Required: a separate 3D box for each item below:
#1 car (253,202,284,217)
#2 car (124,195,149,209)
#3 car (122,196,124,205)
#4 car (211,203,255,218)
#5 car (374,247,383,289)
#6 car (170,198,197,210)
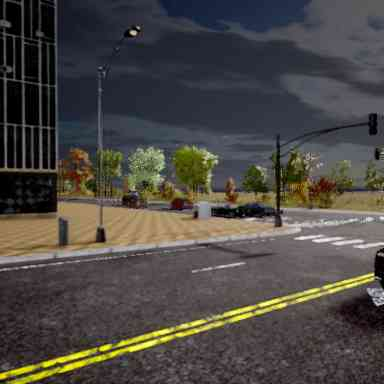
[{"bbox_3d":[6.837,1.776,34.211,2.033,1.411,5.357,-1,0,-33],"label":"car"},{"bbox_3d":[-8.380,1.633,51.724,2.097,1.767,4.553,-1,0,-33],"label":"car"},{"bbox_3d":[-11.275,1.593,62.299,2.150,2.045,5.566,-1,0,-33],"label":"car"},{"bbox_3d":[3.663,1.856,33.134,1.895,1.301,4.718,-1,0,-33],"label":"car"},{"bbox_3d":[6.207,1.560,7.866,4.902,1.511,2.128,1,0,-36],"label":"car"},{"bbox_3d":[-1.193,1.599,46.593,2.097,1.767,4.553,-1,0,-33],"label":"car"}]
